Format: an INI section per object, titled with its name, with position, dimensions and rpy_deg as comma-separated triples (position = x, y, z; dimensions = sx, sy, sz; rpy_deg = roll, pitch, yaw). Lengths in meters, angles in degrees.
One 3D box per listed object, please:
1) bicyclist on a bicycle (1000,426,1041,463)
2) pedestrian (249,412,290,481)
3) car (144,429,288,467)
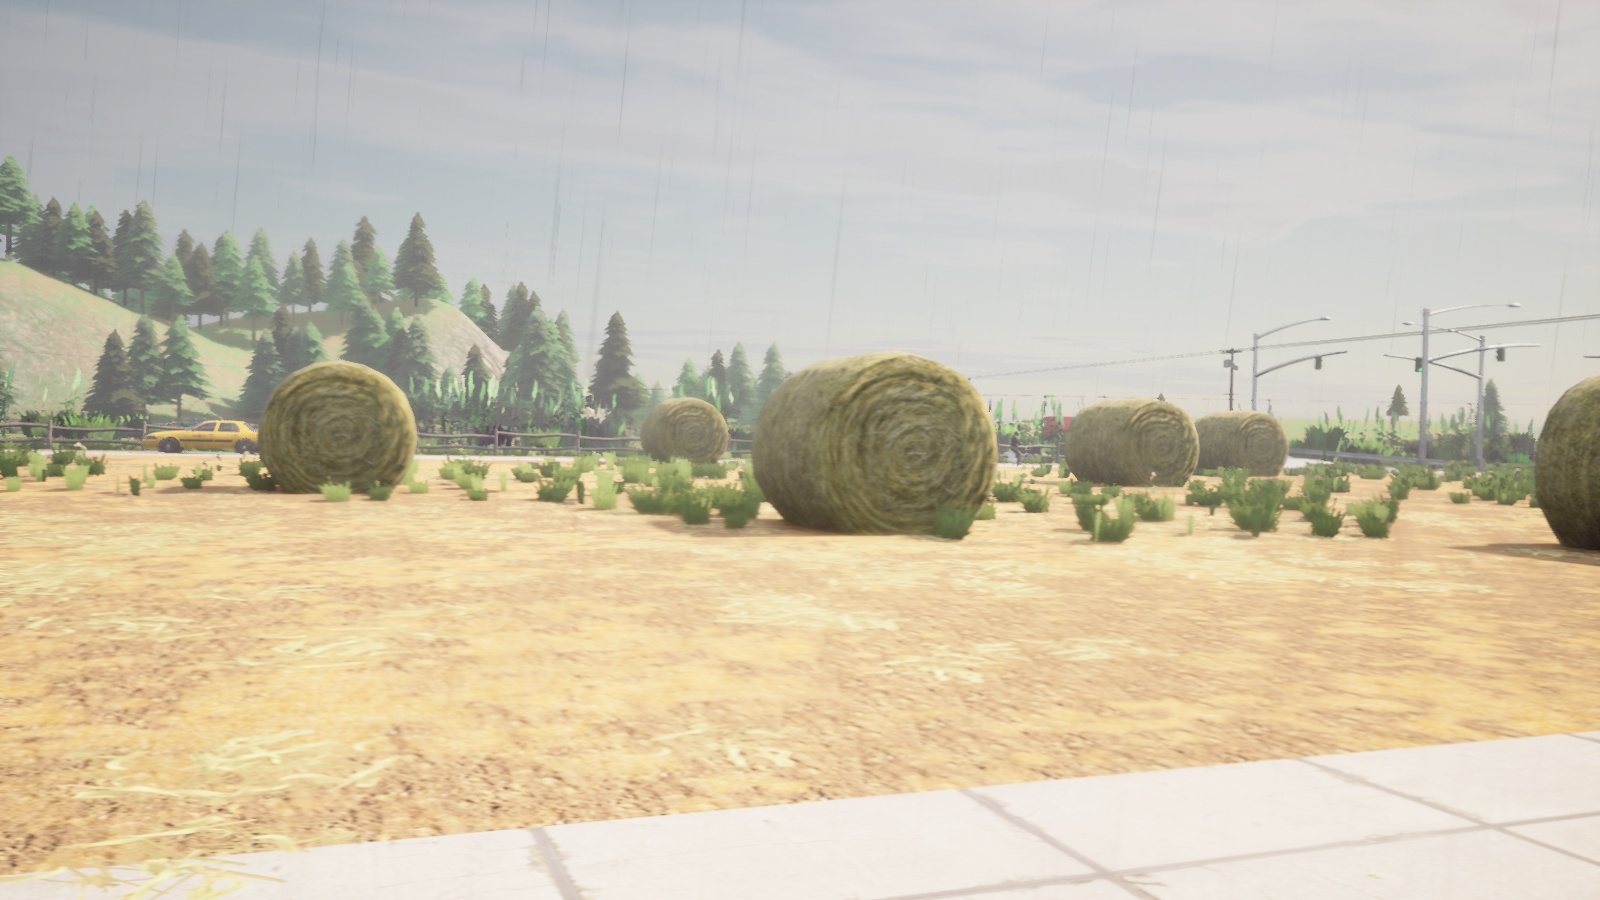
[bicyclist on a bicycle]
position = 10.648, -0.263, 60.738
dimensions = 1.843, 1.776, 0.659
rpy_deg = -1, 1, -17
[pedestrian]
position = -15.328, -0.107, 36.299
dimensions = 0.659, 1.952, 0.873
rpy_deg = 0, 1, 23
[car]
position = -24.856, -0.089, 53.618
dimensions = 5.366, 1.575, 1.801
rpy_deg = 0, 1, -17
